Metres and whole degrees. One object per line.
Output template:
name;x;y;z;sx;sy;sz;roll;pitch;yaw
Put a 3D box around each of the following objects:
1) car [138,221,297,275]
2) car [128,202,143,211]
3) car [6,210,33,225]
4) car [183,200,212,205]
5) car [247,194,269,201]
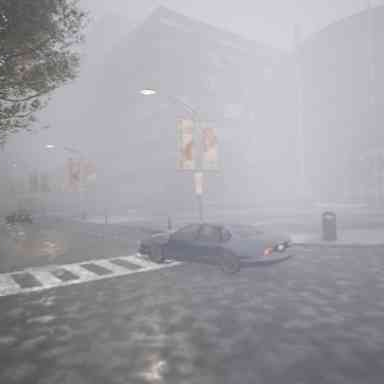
car;0.589;1.663;10.870;5.357;1.411;2.033;-3;-1;41
car;-9.297;2.428;55.380;2.161;1.482;4.786;-2;-1;-37
car;-18.057;2.621;34.752;2.033;1.411;5.357;-2;-1;-36
car;1.271;1.867;48.047;2.002;1.452;4.674;-2;-1;-37
car;14.595;1.413;73.668;2.435;2.045;5.566;-2;-1;-37
